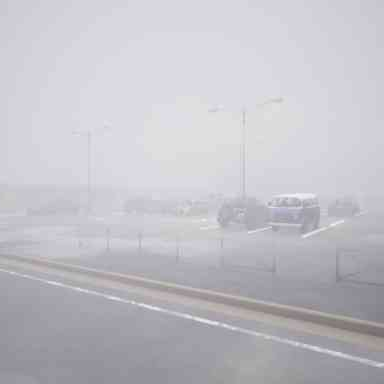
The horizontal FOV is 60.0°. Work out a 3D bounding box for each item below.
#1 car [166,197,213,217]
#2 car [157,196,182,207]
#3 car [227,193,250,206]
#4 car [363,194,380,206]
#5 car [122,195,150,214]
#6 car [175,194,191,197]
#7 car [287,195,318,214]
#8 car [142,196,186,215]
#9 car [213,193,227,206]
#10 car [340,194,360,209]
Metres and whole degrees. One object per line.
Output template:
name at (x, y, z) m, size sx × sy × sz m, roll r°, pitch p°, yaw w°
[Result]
car at (-0.134, 1.451, 30.084) m, size 1.970 × 1.475 × 3.806 m, roll 0°, pitch 0°, yaw 34°
car at (-3.345, 1.419, 50.424) m, size 1.784 × 1.438 × 3.905 m, roll 0°, pitch 0°, yaw 34°
car at (8.792, 1.211, 63.295) m, size 1.905 × 1.878 × 3.866 m, roll 0°, pitch 0°, yaw 34°
car at (27.459, 1.209, 50.702) m, size 1.932 × 1.855 × 4.605 m, roll 0°, pitch 0°, yaw 34°
car at (-4.788, 1.209, 33.159) m, size 1.932 × 1.855 × 4.605 m, roll 0°, pitch 0°, yaw 34°
car at (-0.978, 1.209, 48.752) m, size 1.932 × 1.855 × 4.605 m, roll 0°, pitch 0°, yaw 34°
car at (13.087, 1.451, 39.388) m, size 1.970 × 1.475 × 3.806 m, roll 0°, pitch 0°, yaw 34°
car at (-2.535, 1.419, 31.702) m, size 1.784 × 1.438 × 3.905 m, roll 0°, pitch 0°, yaw 34°
car at (6.397, 1.451, 64.922) m, size 1.970 × 1.475 × 3.806 m, roll 0°, pitch 0°, yaw 34°
car at (25.089, 1.212, 52.364) m, size 1.905 × 1.878 × 3.866 m, roll 0°, pitch 0°, yaw 34°
